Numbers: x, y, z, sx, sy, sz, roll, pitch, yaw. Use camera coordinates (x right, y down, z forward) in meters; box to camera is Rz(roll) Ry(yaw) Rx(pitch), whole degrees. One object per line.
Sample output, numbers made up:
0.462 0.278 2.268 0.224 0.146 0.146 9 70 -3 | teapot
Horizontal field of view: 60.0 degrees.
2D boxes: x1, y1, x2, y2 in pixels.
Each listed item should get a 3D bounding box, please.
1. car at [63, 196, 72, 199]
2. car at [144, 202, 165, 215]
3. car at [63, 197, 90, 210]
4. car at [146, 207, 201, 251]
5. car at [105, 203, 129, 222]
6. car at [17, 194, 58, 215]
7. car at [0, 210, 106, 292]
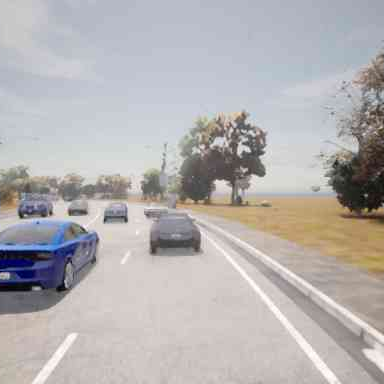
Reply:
-26.715 1.538 72.182 1.895 1.301 4.718 0 0 -30 | car
-3.515 1.614 31.579 1.895 1.301 4.718 0 0 -12 | car
-11.349 1.568 33.603 2.033 1.411 5.357 0 0 -13 | car
-0.776 1.569 14.154 1.994 1.385 4.181 0 0 -6 | car
-6.112 1.562 26.930 2.033 1.411 5.357 0 0 -11 | car
-14.252 1.244 30.648 2.150 2.045 5.566 0 0 -13 | car
-3.839 1.487 8.969 1.882 1.535 5.008 0 0 -4 | car
